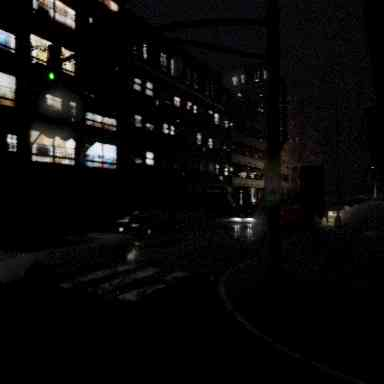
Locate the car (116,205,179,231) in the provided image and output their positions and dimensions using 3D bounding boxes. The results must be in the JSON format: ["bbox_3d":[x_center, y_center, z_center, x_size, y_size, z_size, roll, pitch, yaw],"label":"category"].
[{"bbox_3d":[-2.889,1.676,22.498,1.947,1.339,4.313,0,0,31],"label":"car"}]

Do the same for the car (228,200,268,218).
[{"bbox_3d":[5.747,1.599,31.676,2.033,1.411,5.357,-1,0,31],"label":"car"}]

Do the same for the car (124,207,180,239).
[{"bbox_3d":[-2.448,1.640,17.953,1.994,1.385,4.181,-1,0,31],"label":"car"}]

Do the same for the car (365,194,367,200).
[{"bbox_3d":[33.421,1.488,66.710,1.802,1.307,4.206,0,0,31],"label":"car"}]

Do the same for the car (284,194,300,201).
[{"bbox_3d":[15.380,1.340,47.622,2.150,2.045,5.566,-1,0,31],"label":"car"}]

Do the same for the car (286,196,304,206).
[{"bbox_3d":[17.540,1.490,56.458,1.967,1.590,4.097,0,0,31],"label":"car"}]

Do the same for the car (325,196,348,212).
[{"bbox_3d":[16.006,1.496,37.544,1.887,1.381,4.507,0,0,31],"label":"car"}]

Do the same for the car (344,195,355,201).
[{"bbox_3d":[36.757,1.477,77.567,1.895,1.301,4.718,-1,0,31],"label":"car"}]

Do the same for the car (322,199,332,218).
[{"bbox_3d":[10.204,1.550,27.823,1.802,1.307,4.206,0,0,31],"label":"car"}]

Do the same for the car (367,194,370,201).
[{"bbox_3d":[42.129,1.325,81.294,1.967,1.590,4.097,0,0,31],"label":"car"}]

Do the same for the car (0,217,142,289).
[{"bbox_3d":[-3.798,1.692,9.638,1.895,1.301,4.718,-1,1,31],"label":"car"}]

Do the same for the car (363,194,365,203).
[{"bbox_3d":[30.518,1.463,61.849,2.008,1.369,4.403,0,0,31],"label":"car"}]

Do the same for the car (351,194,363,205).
[{"bbox_3d":[27.616,1.360,56.988,1.967,1.590,4.097,0,0,31],"label":"car"}]

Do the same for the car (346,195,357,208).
[{"bbox_3d":[21.811,1.486,47.267,2.008,1.369,4.403,0,0,31],"label":"car"}]

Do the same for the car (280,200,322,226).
[{"bbox_3d":[7.363,1.520,22.926,1.887,1.381,4.507,0,0,31],"label":"car"}]

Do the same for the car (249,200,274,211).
[{"bbox_3d":[8.832,1.656,41.875,1.802,1.307,4.206,0,0,31],"label":"car"}]

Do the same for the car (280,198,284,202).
[{"bbox_3d":[14.637,1.624,51.597,1.947,1.339,4.313,0,0,31],"label":"car"}]

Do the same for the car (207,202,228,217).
[{"bbox_3d":[3.028,1.657,32.158,1.947,1.339,4.313,0,0,31],"label":"car"}]
